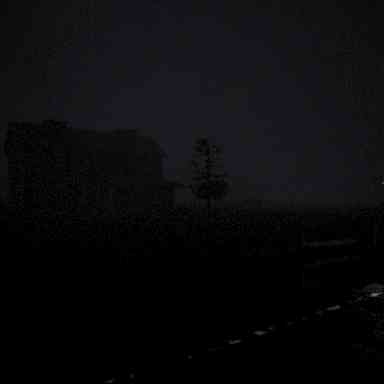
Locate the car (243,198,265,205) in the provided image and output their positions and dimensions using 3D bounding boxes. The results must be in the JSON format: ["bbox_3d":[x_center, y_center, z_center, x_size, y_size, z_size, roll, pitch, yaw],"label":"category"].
[{"bbox_3d":[12.761,2.078,68.604,1.837,1.490,4.892,0,0,-37],"label":"car"}]
